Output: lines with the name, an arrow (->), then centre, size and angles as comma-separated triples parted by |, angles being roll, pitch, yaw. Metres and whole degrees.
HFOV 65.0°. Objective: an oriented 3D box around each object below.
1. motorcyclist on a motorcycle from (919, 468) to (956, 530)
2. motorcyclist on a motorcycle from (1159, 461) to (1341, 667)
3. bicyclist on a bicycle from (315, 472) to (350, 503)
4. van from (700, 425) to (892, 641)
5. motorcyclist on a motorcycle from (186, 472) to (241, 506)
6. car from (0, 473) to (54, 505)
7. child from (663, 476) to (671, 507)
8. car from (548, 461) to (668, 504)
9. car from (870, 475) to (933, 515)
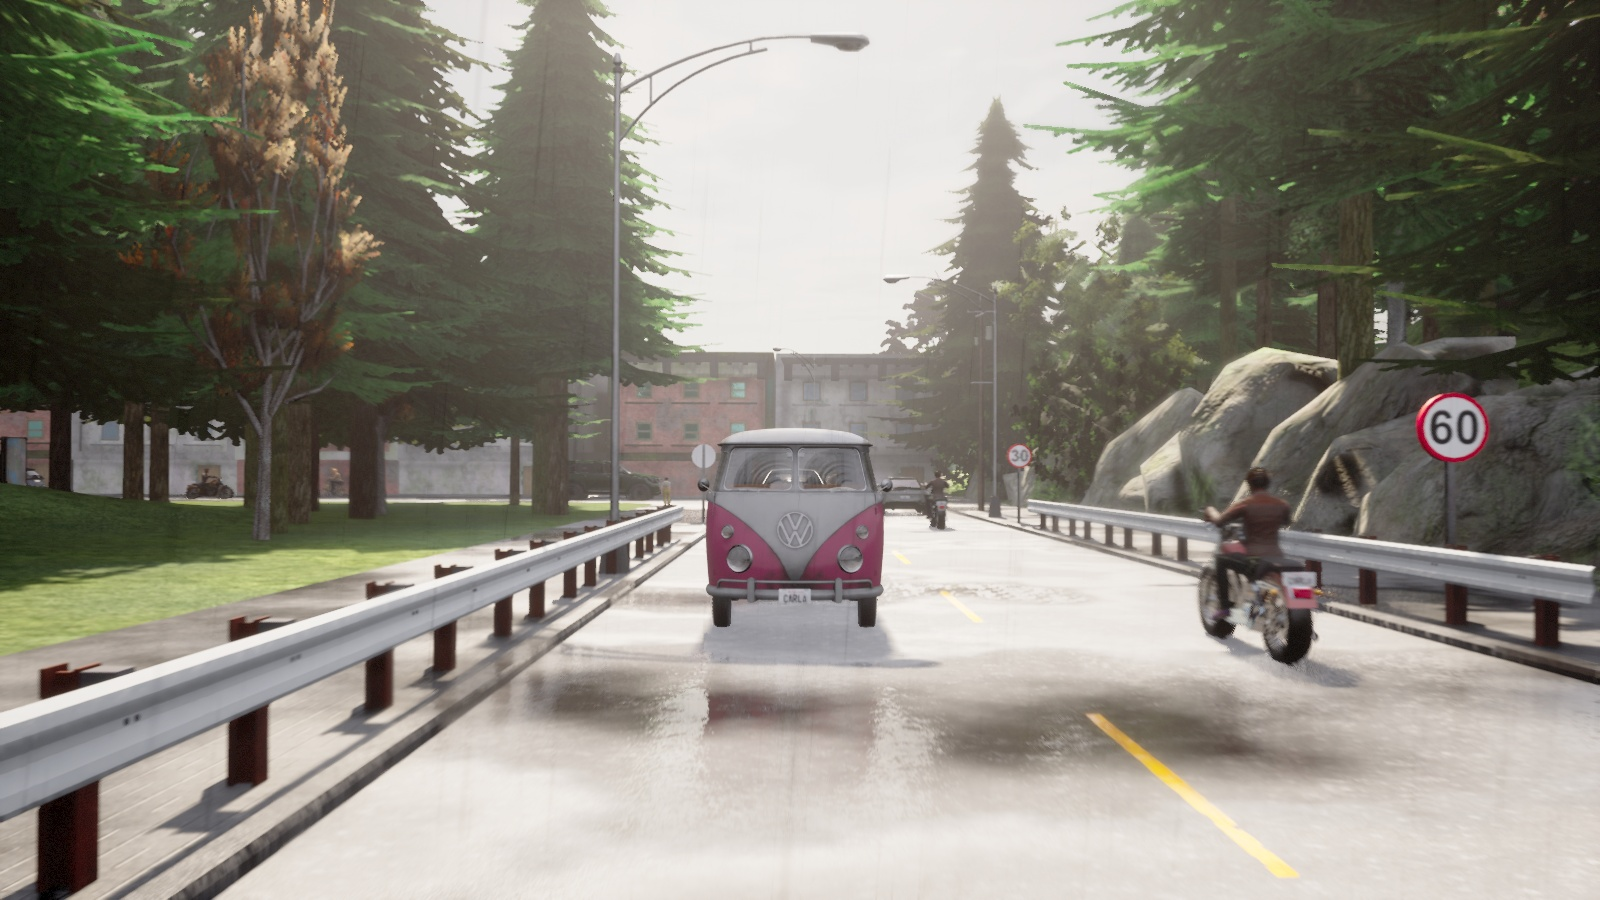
motorcyclist on a motorcycle -> 3.809, 1.335, 34.993 | 0.766, 1.649, 2.350 | 0, -1, 0
motorcyclist on a motorcycle -> 3.964, 0.938, 11.294 | 0.766, 1.649, 2.350 | 0, -1, 0
bicyclist on a bicycle -> -24.550, 1.954, 65.983 | 1.509, 1.612, 0.866 | 0, -1, 0
van -> -0.052, 0.799, 13.822 | 1.775, 1.987, 4.442 | 0, -1, 0
motorcyclist on a motorcycle -> -28.951, 1.918, 61.980 | 2.350, 1.649, 0.766 | 0, -1, 0
car -> -42.243, 2.018, 65.969 | 4.856, 1.649, 2.033 | 0, -1, 0
child -> -5.385, 1.679, 50.941 | 0.270, 1.263, 0.437 | 0, -1, -1
car -> -9.423, 1.609, 61.997 | 5.566, 2.045, 2.150 | 0, -1, 0
car -> 3.730, 1.647, 46.835 | 1.994, 1.385, 4.181 | 0, -1, 0
